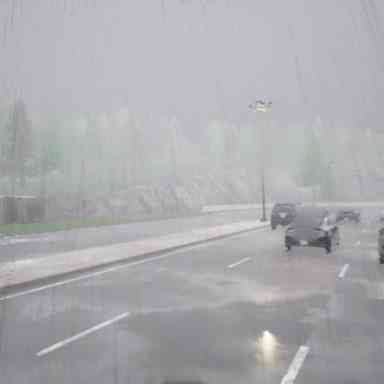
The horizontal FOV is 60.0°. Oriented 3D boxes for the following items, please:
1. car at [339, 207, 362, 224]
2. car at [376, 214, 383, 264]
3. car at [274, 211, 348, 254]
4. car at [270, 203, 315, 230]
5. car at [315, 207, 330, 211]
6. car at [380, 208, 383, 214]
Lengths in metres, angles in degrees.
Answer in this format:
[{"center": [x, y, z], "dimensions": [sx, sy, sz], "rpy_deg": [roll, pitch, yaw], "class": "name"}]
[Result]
[{"center": [14.708, 2.136, 31.206], "dimensions": [1.837, 1.490, 4.892], "rpy_deg": [-2, -2, 30], "class": "car"}, {"center": [7.928, 1.758, 12.265], "dimensions": [2.033, 1.411, 5.357], "rpy_deg": [-2, -2, 30], "class": "car"}, {"center": [5.656, 1.842, 15.348], "dimensions": [2.128, 1.511, 4.902], "rpy_deg": [-2, -2, 30], "class": "car"}, {"center": [7.858, 1.853, 26.298], "dimensions": [2.150, 2.045, 5.566], "rpy_deg": [-2, -2, 30], "class": "car"}, {"center": [14.303, 2.371, 37.367], "dimensions": [2.033, 1.411, 5.357], "rpy_deg": [-2, -2, 31], "class": "car"}, {"center": [19.881, 2.104, 33.113], "dimensions": [1.812, 1.442, 4.674], "rpy_deg": [-2, -2, 31], "class": "car"}]
